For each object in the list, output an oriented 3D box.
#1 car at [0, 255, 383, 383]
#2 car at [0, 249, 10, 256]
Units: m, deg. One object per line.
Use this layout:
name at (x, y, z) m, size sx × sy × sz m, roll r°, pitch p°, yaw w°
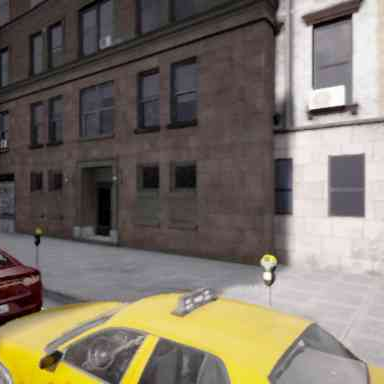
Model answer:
car at (-0.192, 1.526, 2.947) m, size 4.829 × 1.417 × 1.752 m, roll 0°, pitch 0°, yaw 36°
car at (-4.546, 1.549, 6.053) m, size 4.507 × 1.381 × 1.887 m, roll 0°, pitch 0°, yaw 36°
